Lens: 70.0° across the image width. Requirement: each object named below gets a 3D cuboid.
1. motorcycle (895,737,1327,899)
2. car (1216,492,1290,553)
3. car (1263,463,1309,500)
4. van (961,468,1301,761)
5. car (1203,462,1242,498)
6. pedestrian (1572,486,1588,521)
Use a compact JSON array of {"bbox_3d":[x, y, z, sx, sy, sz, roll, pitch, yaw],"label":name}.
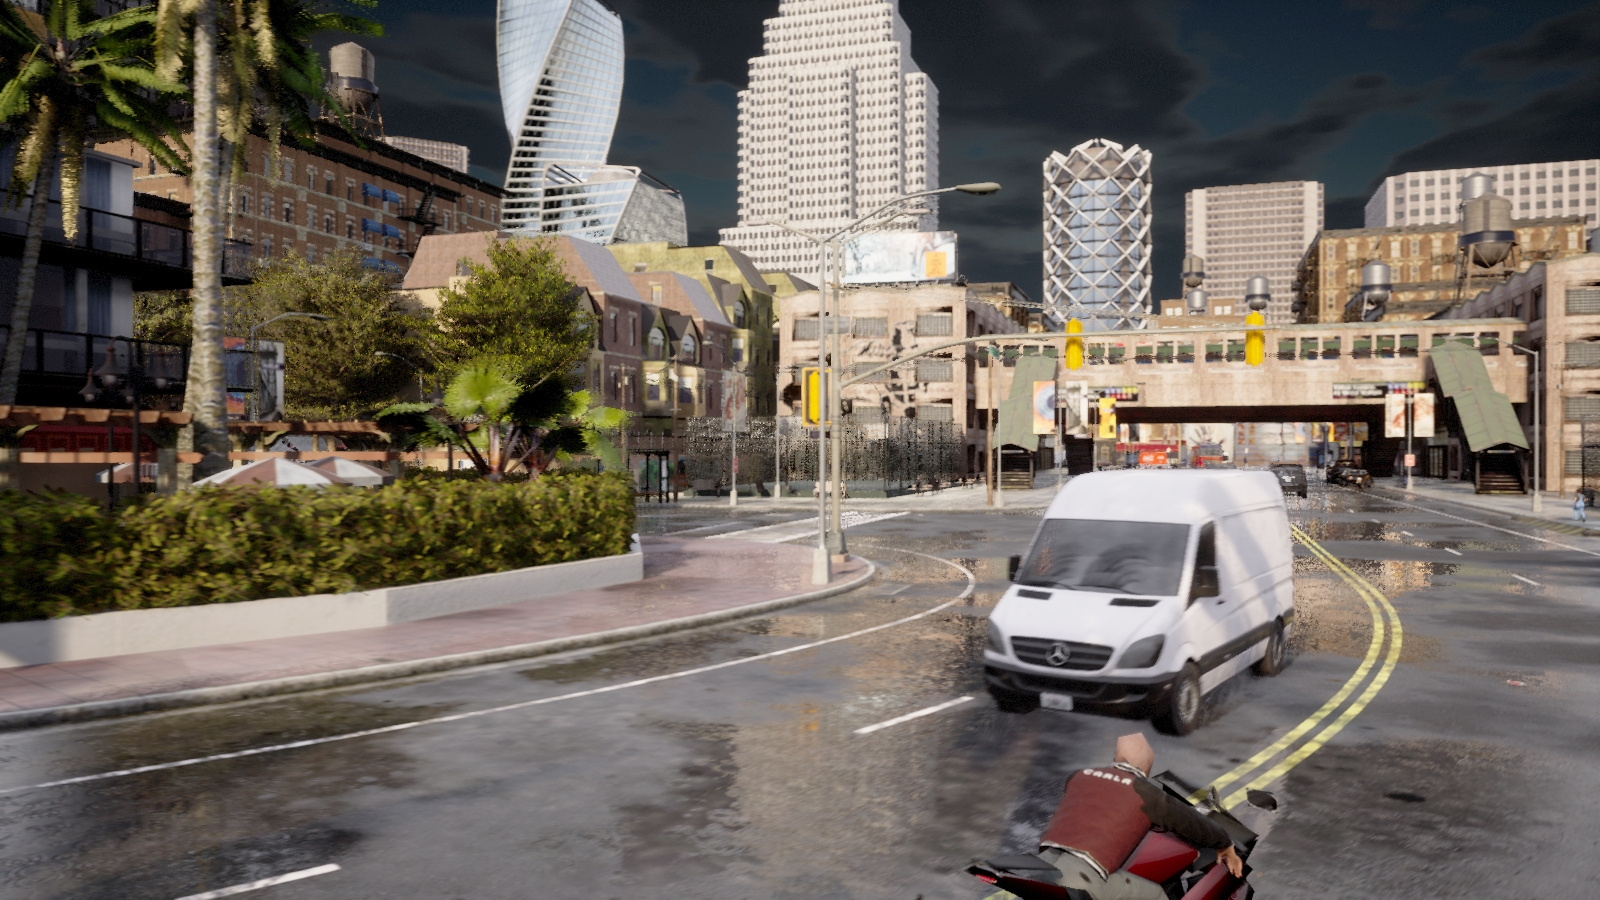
[{"bbox_3d":[1.510,2.206,5.243,2.209,1.251,0.867,0,0,-42],"label":"motorcycle"},{"bbox_3d":[12.993,2.046,32.939,1.845,1.501,3.633,0,0,19],"label":"car"},{"bbox_3d":[28.753,1.795,67.698,2.150,2.045,5.566,0,0,19],"label":"car"},{"bbox_3d":[4.144,1.538,13.355,1.988,2.561,5.915,0,0,35],"label":"van"},{"bbox_3d":[25.760,1.796,69.755,2.150,2.045,5.566,0,0,19],"label":"car"},{"bbox_3d":[28.964,1.984,42.428,0.375,1.300,0.375,0,0,16],"label":"pedestrian"}]
